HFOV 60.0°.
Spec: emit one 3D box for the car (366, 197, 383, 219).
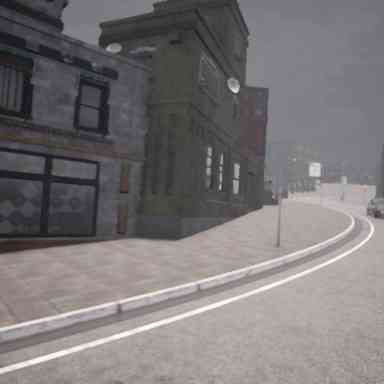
[{"bbox_3d":[15.813,1.267,27.246,2.097,1.767,4.553,2,2,17],"label":"car"}]
